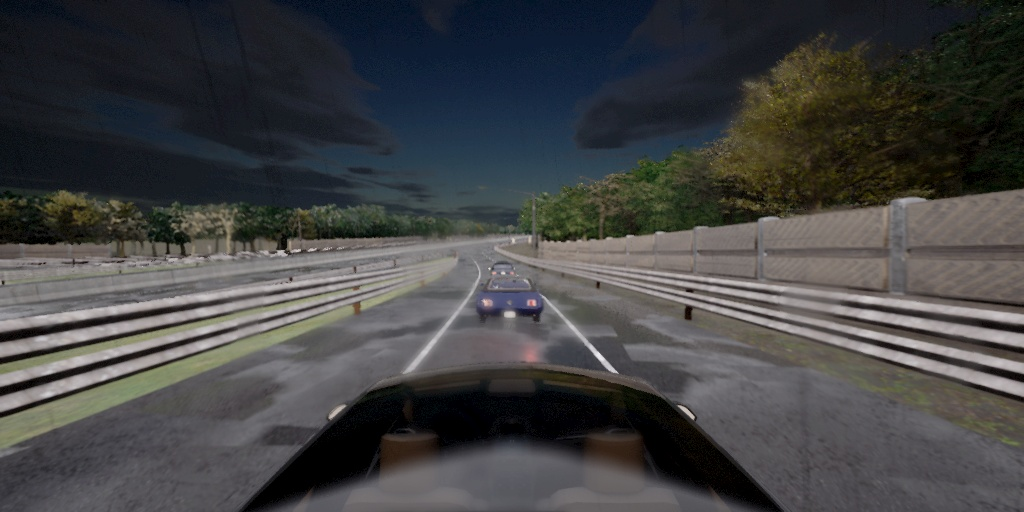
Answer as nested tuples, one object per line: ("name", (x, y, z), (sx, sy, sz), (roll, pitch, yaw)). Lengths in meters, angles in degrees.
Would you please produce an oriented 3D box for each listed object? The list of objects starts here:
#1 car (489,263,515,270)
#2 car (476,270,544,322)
("car", (-0.724, 1.197, 26.440), (2.033, 1.411, 5.357), (0, 0, -3))
("car", (-0.098, 1.308, 12.039), (1.895, 1.301, 4.718), (0, 0, -1))
